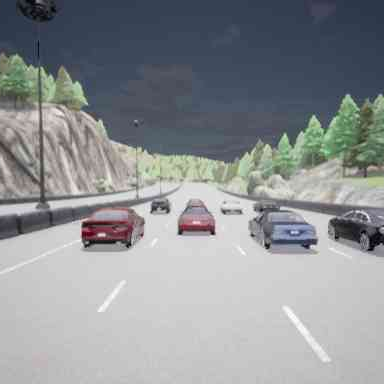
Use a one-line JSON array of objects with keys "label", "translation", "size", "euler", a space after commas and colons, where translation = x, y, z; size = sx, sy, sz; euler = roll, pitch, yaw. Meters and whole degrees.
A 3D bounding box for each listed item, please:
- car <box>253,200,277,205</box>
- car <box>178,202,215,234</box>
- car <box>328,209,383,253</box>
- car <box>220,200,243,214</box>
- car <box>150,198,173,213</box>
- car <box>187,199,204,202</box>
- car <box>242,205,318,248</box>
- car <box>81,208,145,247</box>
[{"label": "car", "translation": [7.363, 1.464, 33.190], "size": [1.895, 1.301, 4.718], "euler": [0, 0, 0]}, {"label": "car", "translation": [0.246, 1.487, 18.583], "size": [1.994, 1.385, 4.181], "euler": [0, 0, 0]}, {"label": "car", "translation": [7.206, 1.435, 13.491], "size": [2.128, 1.511, 4.902], "euler": [0, 0, 0]}, {"label": "car", "translation": [3.865, 1.464, 33.389], "size": [1.895, 1.301, 4.718], "euler": [0, 0, 0]}, {"label": "car", "translation": [-3.129, 1.363, 34.167], "size": [1.837, 1.490, 4.892], "euler": [0, 0, 0]}, {"label": "car", "translation": [0.374, 1.422, 34.599], "size": [1.994, 1.385, 4.181], "euler": [0, 0, 0]}, {"label": "car", "translation": [3.713, 1.488, 14.419], "size": [2.033, 1.411, 5.357], "euler": [0, 0, 0]}, {"label": "car", "translation": [-3.286, 1.418, 14.656], "size": [1.882, 1.535, 5.008], "euler": [0, 0, 0]}]
